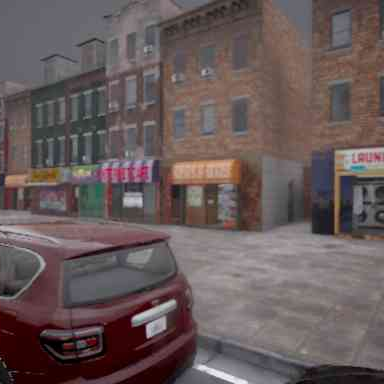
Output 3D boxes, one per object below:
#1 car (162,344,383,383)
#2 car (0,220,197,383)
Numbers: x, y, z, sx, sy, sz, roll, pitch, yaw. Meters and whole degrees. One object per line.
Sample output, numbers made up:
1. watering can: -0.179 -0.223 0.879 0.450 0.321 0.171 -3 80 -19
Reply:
1. car: 2.181 1.568 1.252 4.313 1.339 1.947 0 0 36
2. car: -2.269 1.309 4.425 5.009 1.841 2.192 0 0 36
